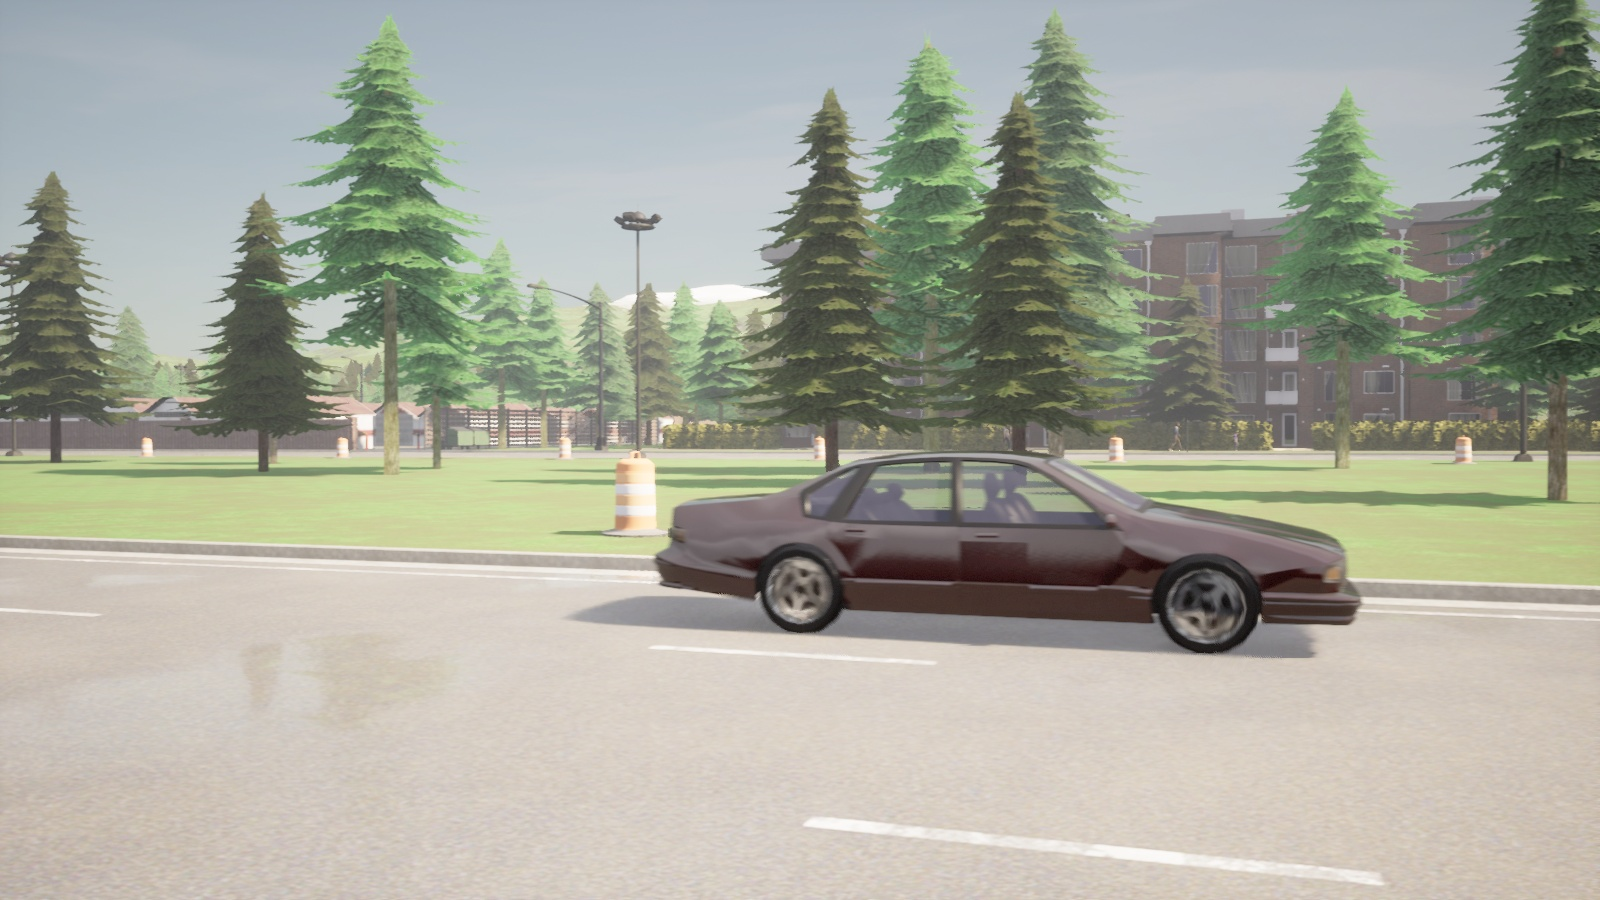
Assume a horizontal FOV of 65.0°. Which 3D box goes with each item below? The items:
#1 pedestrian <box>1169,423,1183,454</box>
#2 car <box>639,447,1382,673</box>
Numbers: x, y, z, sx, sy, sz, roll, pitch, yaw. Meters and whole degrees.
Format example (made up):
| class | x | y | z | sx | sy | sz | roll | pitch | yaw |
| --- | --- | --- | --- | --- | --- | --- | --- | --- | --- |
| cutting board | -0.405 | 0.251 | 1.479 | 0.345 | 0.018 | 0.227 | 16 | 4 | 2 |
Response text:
| class | x | y | z | sx | sy | sz | roll | pitch | yaw |
| --- | --- | --- | --- | --- | --- | --- | --- | --- | --- |
| pedestrian | 23.664 | -0.723 | 79.055 | 0.788 | 1.949 | 0.423 | 1 | 1 | 20 |
| car | 1.591 | 0.718 | 10.043 | 5.357 | 1.411 | 2.033 | 1 | 1 | 19 |
